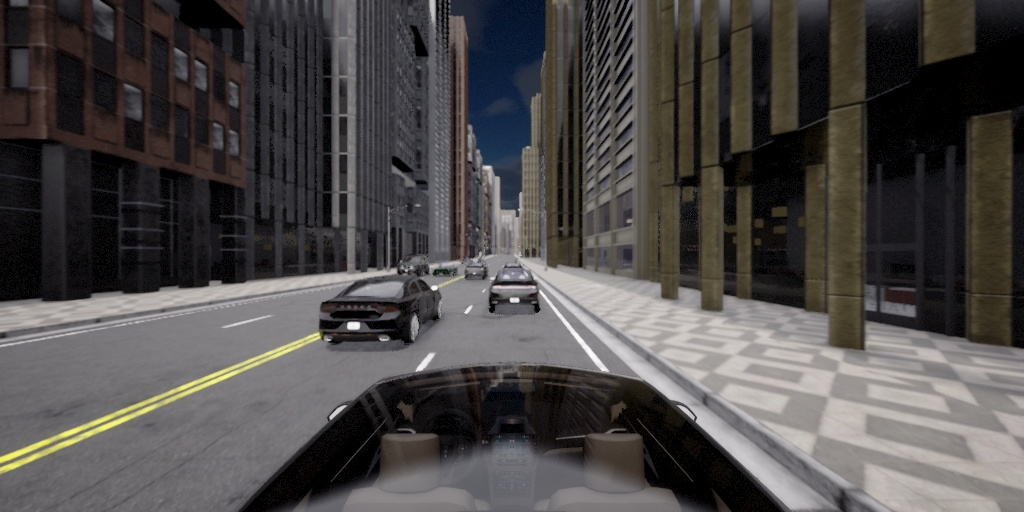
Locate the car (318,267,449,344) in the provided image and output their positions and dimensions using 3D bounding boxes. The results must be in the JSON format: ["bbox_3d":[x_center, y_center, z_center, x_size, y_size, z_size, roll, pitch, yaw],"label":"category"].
[{"bbox_3d":[-3.173,1.241,9.665,1.882,1.535,5.008,0,0,0],"label":"car"}]

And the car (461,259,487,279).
[{"bbox_3d":[-3.170,1.278,32.837,2.128,1.511,4.902,0,0,0],"label":"car"}]

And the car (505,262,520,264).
[{"bbox_3d":[0.081,1.278,32.836,2.128,1.511,4.902,0,0,0],"label":"car"}]

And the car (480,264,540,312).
[{"bbox_3d":[0.087,1.264,14.445,2.128,1.511,4.902,0,0,0],"label":"car"}]

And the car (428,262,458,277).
[{"bbox_3d":[-6.616,1.386,35.593,1.895,1.301,4.718,0,0,0],"label":"car"}]

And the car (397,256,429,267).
[{"bbox_3d":[-9.866,1.006,36.300,2.150,2.045,5.566,0,0,0],"label":"car"}]
